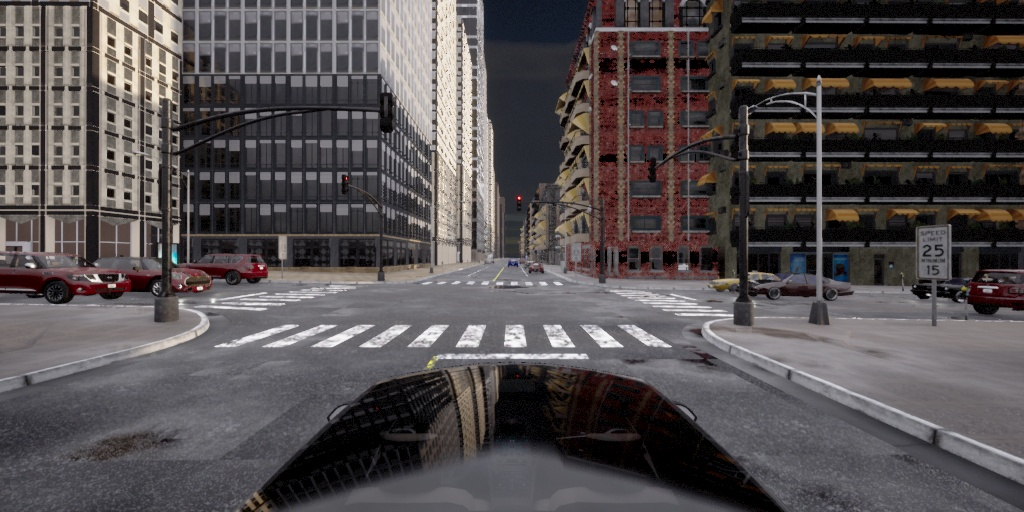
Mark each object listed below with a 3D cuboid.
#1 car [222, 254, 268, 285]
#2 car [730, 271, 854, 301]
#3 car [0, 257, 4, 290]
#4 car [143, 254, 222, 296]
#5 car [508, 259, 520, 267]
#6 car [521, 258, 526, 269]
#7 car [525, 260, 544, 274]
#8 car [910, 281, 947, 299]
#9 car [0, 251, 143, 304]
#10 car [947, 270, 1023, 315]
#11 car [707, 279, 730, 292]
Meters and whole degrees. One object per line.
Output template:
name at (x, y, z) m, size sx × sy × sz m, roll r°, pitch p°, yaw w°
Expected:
car at (-17.681, 0.776, 21.819) m, size 5.009 × 1.841 × 2.192 m, roll 0°, pitch 0°, yaw 0°
car at (15.259, 1.610, 19.468) m, size 5.357 × 1.411 × 2.033 m, roll 1°, pitch 0°, yaw 0°
car at (-26.477, 0.760, 15.964) m, size 5.008 × 1.535 × 1.882 m, roll 1°, pitch 0°, yaw 0°
car at (-16.268, 0.825, 16.074) m, size 4.553 × 1.767 × 2.097 m, roll 1°, pitch 0°, yaw -2°
car at (0.191, 1.251, 65.122) m, size 1.882 × 1.535 × 5.008 m, roll 0°, pitch 0°, yaw 0°
car at (2.766, 1.317, 54.686) m, size 2.007 × 1.370 × 4.403 m, roll 0°, pitch 0°, yaw 0°
car at (2.798, 1.341, 41.769) m, size 1.802 × 1.307 × 4.207 m, roll 0°, pitch 0°, yaw 0°
car at (24.889, 1.839, 19.539) m, size 4.718 × 1.301 × 1.895 m, roll 1°, pitch 0°, yaw -1°
car at (-17.558, 0.757, 13.439) m, size 5.009 × 1.841 × 2.192 m, roll 0°, pitch 0°, yaw 0°
car at (20.616, 1.461, 13.750) m, size 5.009 × 1.841 × 2.192 m, roll 0°, pitch 0°, yaw 0°
car at (14.660, 1.587, 22.055) m, size 4.829 × 1.417 × 1.751 m, roll 0°, pitch 0°, yaw 0°
